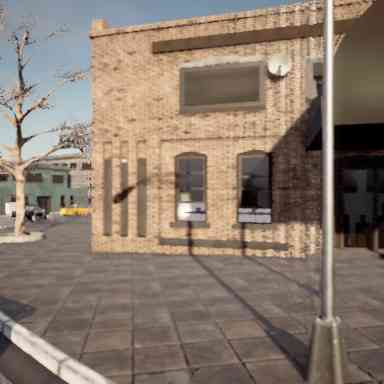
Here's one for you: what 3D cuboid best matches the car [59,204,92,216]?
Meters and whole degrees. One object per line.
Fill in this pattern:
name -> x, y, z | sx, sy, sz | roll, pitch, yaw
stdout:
car -> -15.074, 2.341, 43.404 | 1.801, 1.575, 5.366 | 0, -1, 15

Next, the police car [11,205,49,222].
police car -> -16.403, 2.125, 34.092 | 1.930, 1.638, 5.238 | 0, -1, 1

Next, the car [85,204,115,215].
car -> -13.337, 2.521, 48.543 | 1.812, 1.442, 4.674 | 0, -1, 22
